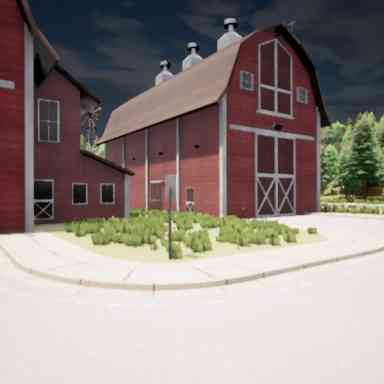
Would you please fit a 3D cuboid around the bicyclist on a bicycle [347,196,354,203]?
[{"bbox_3d":[22.242,1.337,46.479,1.620,1.656,0.582,-50,23,-26],"label":"bicyclist on a bicycle"}]
